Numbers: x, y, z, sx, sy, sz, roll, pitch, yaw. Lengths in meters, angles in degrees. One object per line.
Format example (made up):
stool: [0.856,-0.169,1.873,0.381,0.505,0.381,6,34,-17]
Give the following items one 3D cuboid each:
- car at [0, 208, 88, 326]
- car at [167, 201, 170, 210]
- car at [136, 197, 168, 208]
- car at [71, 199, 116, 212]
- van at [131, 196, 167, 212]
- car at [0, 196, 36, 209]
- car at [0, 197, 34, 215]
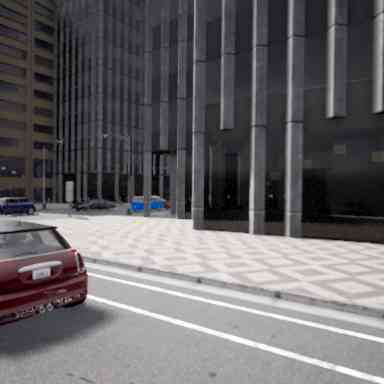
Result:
car: [-4.187,1.345,6.669,4.553,1.767,2.097,0,0,36]
car: [-1.778,1.571,41.320,1.802,1.307,4.206,1,1,36]
car: [-5.476,1.424,46.213,1.812,1.442,4.674,1,1,36]
car: [-11.225,1.458,38.244,2.033,1.411,5.357,1,1,36]
van: [-4.960,1.337,36.906,1.690,1.788,3.998,1,1,36]
car: [-16.814,1.274,30.422,2.097,1.767,4.553,1,1,35]
car: [-18.243,1.320,33.070,1.967,1.590,4.097,1,1,36]
